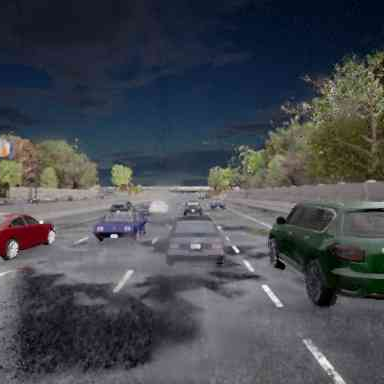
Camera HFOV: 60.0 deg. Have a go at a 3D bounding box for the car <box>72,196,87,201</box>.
[{"bbox_3d":[-24.493,1.521,74.015,1.812,1.442,4.674,0,0,0],"label":"car"}]

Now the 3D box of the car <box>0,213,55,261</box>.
[{"bbox_3d":[-6.897,1.519,12.508,1.882,1.535,5.008,0,0,0],"label":"car"}]

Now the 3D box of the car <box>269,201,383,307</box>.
[{"bbox_3d":[3.489,1.223,8.183,2.150,2.045,5.566,0,0,0],"label":"car"}]

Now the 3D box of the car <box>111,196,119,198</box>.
[{"bbox_3d":[-17.493,1.750,75.493,2.128,1.511,4.902,0,0,0],"label":"car"}]

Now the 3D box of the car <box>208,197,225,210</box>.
[{"bbox_3d":[3.504,1.753,46.828,1.895,1.301,4.718,0,0,0],"label":"car"}]

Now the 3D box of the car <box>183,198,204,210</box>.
[{"bbox_3d":[0.102,1.643,34.561,1.812,1.442,4.674,0,0,0],"label":"car"}]

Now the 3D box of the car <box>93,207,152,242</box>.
[{"bbox_3d":[-3.396,1.656,16.769,1.895,1.301,4.718,0,0,0],"label":"car"}]

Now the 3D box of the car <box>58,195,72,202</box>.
[{"bbox_3d":[-27.993,1.386,73.631,2.097,1.767,4.553,0,0,0],"label":"car"}]

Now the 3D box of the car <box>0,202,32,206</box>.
[{"bbox_3d":[-17.588,1.682,34.281,1.994,1.385,4.181,0,0,0],"label":"car"}]

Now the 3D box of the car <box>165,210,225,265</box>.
[{"bbox_3d":[0.102,1.586,11.858,2.033,1.411,5.357,0,0,0],"label":"car"}]

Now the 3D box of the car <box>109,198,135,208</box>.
[{"bbox_3d":[-6.897,1.619,33.421,1.837,1.490,4.892,0,0,0],"label":"car"}]

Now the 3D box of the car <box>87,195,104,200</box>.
[{"bbox_3d":[-20.993,1.522,74.014,2.128,1.511,4.902,0,0,0],"label":"car"}]

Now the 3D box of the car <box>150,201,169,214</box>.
[{"bbox_3d":[-3.398,1.643,34.476,1.812,1.442,4.674,0,0,0],"label":"car"}]
